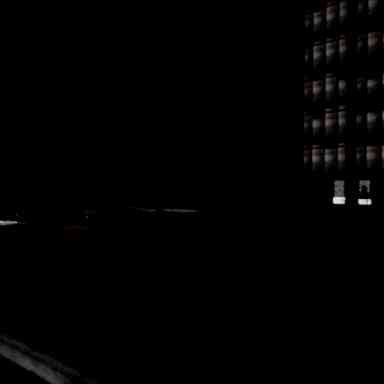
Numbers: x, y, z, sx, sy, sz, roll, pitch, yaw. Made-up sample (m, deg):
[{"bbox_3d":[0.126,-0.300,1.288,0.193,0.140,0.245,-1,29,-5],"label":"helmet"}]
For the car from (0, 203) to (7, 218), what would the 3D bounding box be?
[{"bbox_3d":[-16.250,1.618,28.648,1.994,1.385,4.181,1,1,38],"label":"car"}]

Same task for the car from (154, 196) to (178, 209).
[{"bbox_3d":[-3.019,1.379,45.437,2.097,1.767,4.553,1,1,38],"label":"car"}]

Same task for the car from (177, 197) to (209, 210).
[{"bbox_3d":[0.546,1.584,44.711,1.812,1.442,4.674,1,1,38],"label":"car"}]

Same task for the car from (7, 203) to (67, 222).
[{"bbox_3d":[-12.690,1.649,27.915,1.994,1.385,4.181,1,1,38],"label":"car"}]

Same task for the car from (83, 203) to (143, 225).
[{"bbox_3d":[-5.971,1.628,25.730,1.882,1.535,5.008,1,1,39],"label":"car"}]
